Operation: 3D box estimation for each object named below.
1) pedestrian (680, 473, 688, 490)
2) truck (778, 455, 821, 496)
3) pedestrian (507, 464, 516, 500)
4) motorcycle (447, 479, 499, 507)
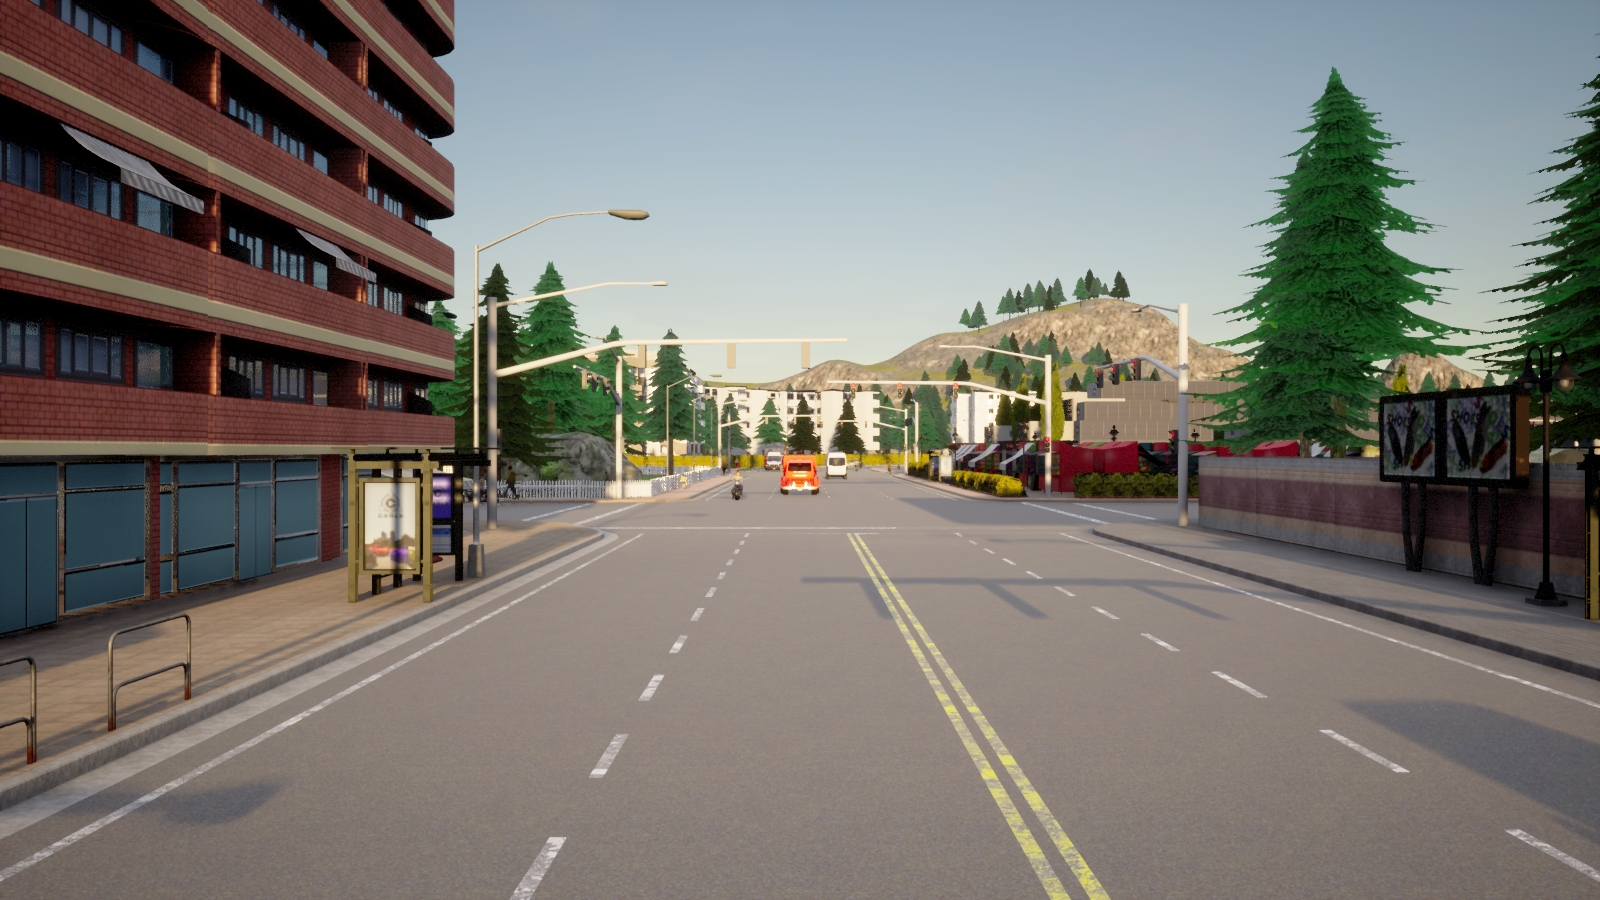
[{"bbox_3d":[-7.735,2.080,76.013,0.500,1.100,0.500,0,0,1],"label":"pedestrian"},{"bbox_3d":[-0.006,1.572,72.542,2.627,2.467,5.204,0,0,0],"label":"truck"},{"bbox_3d":[-14.942,1.644,59.196,0.375,1.860,0.375,0,0,4],"label":"pedestrian"},{"bbox_3d":[-15.858,2.102,55.501,2.356,1.307,0.764,0,0,-9],"label":"motorcycle"}]
